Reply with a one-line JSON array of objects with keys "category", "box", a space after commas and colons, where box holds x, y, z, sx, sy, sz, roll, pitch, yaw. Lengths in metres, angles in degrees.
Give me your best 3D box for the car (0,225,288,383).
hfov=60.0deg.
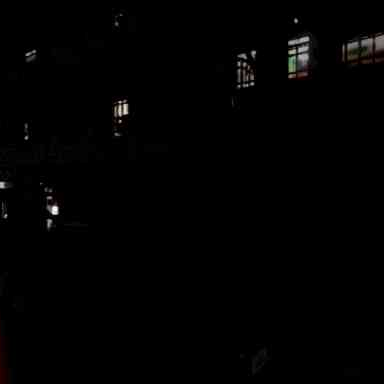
[{"category": "car", "box": [-1.446, 1.341, 3.845, 5.009, 1.841, 2.192, -1, 1, 36]}]
